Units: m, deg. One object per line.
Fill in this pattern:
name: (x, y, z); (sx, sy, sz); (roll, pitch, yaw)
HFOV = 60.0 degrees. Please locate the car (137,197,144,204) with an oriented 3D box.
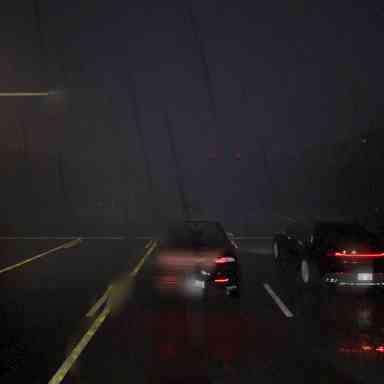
car: (-10.372, 1.564, 63.129); (1.994, 1.385, 4.181); (0, 0, 1)

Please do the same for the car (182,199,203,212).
car: (0.118, 1.526, 36.725); (1.812, 1.442, 4.674); (1, 0, 6)

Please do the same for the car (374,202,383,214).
car: (18.122, 1.061, 28.324); (4.902, 1.511, 2.128); (-5, 0, 0)

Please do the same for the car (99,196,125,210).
car: (-10.468, 1.352, 42.785); (2.097, 1.767, 4.553); (0, 0, 0)

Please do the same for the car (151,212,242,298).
car: (0.100, 1.492, 8.535); (2.128, 1.511, 4.902); (0, 0, 0)

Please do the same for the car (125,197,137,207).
car: (-10.435, 1.526, 52.865); (1.812, 1.442, 4.674); (0, 0, 1)

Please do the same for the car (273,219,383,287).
car: (3.605, 1.505, 9.297); (1.837, 1.490, 4.892); (0, 0, 1)
